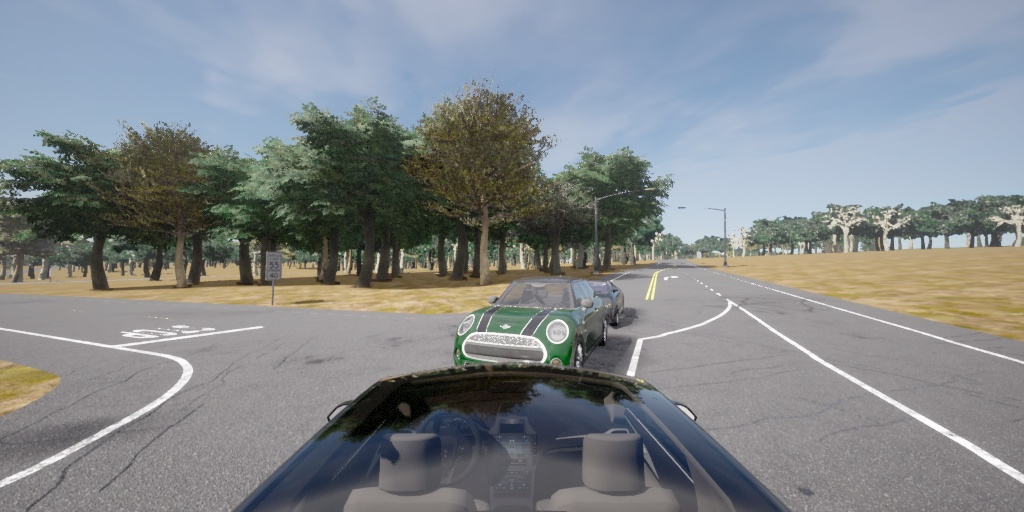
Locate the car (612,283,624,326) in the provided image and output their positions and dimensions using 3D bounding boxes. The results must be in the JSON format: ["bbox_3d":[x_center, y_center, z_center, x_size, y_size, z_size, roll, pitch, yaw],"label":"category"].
[{"bbox_3d":[2.892,1.555,12.923,1.994,1.385,4.181,-2,0,22],"label":"car"}]

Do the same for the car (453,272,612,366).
[{"bbox_3d":[0.672,1.223,7.488,2.097,1.767,4.553,-1,-2,22],"label":"car"}]
